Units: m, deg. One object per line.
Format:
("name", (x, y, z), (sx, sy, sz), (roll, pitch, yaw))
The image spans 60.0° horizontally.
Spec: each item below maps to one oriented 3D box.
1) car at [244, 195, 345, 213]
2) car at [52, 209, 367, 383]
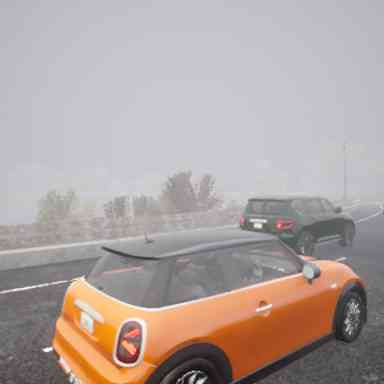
("car", (4.050, 1.125, 12.412), (5.566, 2.045, 2.150), (-1, 1, -43))
("car", (0.581, 1.325, 4.729), (4.553, 1.767, 2.097), (-1, 0, -39))
